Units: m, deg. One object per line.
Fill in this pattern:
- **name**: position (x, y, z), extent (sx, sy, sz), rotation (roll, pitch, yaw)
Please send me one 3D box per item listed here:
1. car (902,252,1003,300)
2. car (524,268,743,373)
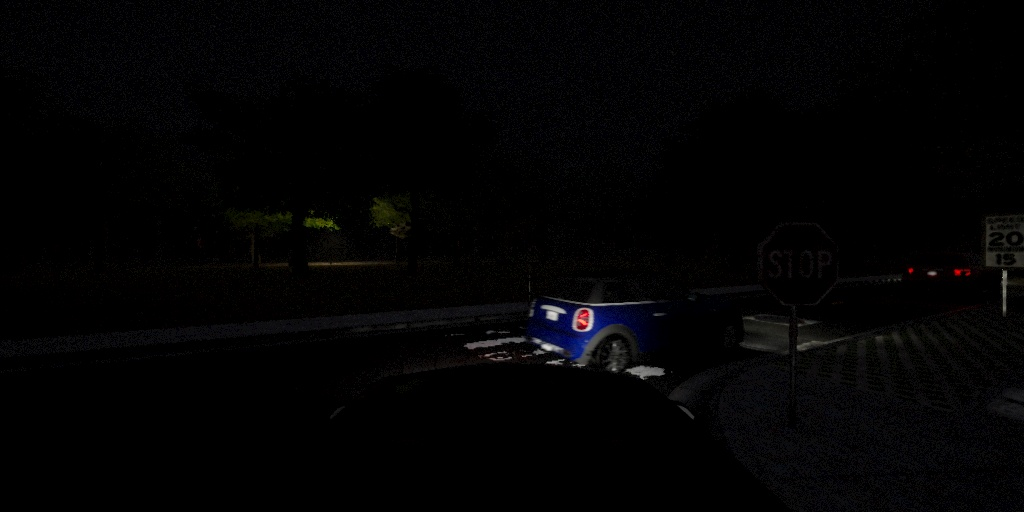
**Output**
- **car**: position (20.688, 0.833, 16.864), extent (5.566, 2.045, 2.150), rotation (0, 0, -28)
- **car**: position (2.596, 1.071, 7.384), extent (4.553, 1.767, 2.097), rotation (0, 0, -28)
